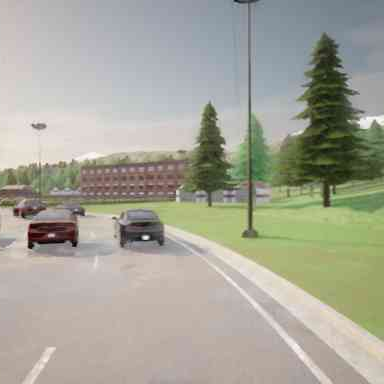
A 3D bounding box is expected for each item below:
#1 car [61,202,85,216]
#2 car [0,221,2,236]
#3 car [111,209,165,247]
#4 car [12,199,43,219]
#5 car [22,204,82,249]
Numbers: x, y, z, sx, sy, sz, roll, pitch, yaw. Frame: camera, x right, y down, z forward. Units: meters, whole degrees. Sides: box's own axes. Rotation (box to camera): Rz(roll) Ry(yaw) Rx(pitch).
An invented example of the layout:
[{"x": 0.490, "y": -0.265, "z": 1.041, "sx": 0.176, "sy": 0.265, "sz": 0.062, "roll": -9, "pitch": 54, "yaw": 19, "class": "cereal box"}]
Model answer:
[{"x": -12.094, "y": 1.647, "z": 32.644, "sx": 1.994, "sy": 1.385, "sz": 4.181, "roll": 0, "pitch": 0, "yaw": -39, "class": "car"}, {"x": -10.410, "y": 1.598, "z": 15.829, "sx": 1.812, "sy": 1.442, "sz": 4.674, "roll": 0, "pitch": 0, "yaw": -21, "class": "car"}, {"x": -2.513, "y": 1.521, "z": 15.206, "sx": 1.837, "sy": 1.490, "sz": 4.892, "roll": 0, "pitch": 0, "yaw": -17, "class": "car"}, {"x": -15.122, "y": 1.456, "z": 30.832, "sx": 2.097, "sy": 1.767, "sz": 4.553, "roll": 0, "pitch": 0, "yaw": -39, "class": "car"}, {"x": -6.169, "y": 1.520, "z": 15.141, "sx": 1.882, "sy": 1.535, "sz": 5.008, "roll": 0, "pitch": 0, "yaw": -18, "class": "car"}]
